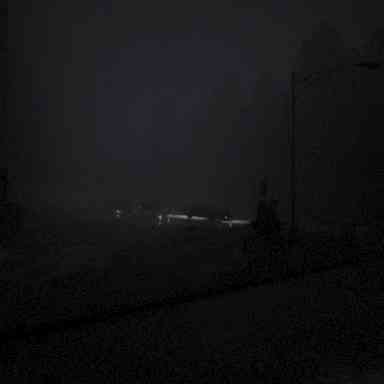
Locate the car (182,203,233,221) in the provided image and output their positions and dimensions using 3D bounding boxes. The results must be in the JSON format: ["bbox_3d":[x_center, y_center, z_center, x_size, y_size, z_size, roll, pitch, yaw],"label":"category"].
[{"bbox_3d":[1.222,1.668,29.041,2.033,1.411,5.357,0,0,-36],"label":"car"}]

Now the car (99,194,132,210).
[{"bbox_3d":[-10.203,1.343,45.048,2.150,2.045,5.566,0,0,-35],"label":"car"}]

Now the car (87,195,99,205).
[{"bbox_3d":[-18.404,1.502,63.703,2.097,1.767,4.553,0,0,-35],"label":"car"}]

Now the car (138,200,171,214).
[{"bbox_3d":[-4.174,1.612,36.590,2.128,1.511,4.902,0,0,-36],"label":"car"}]
